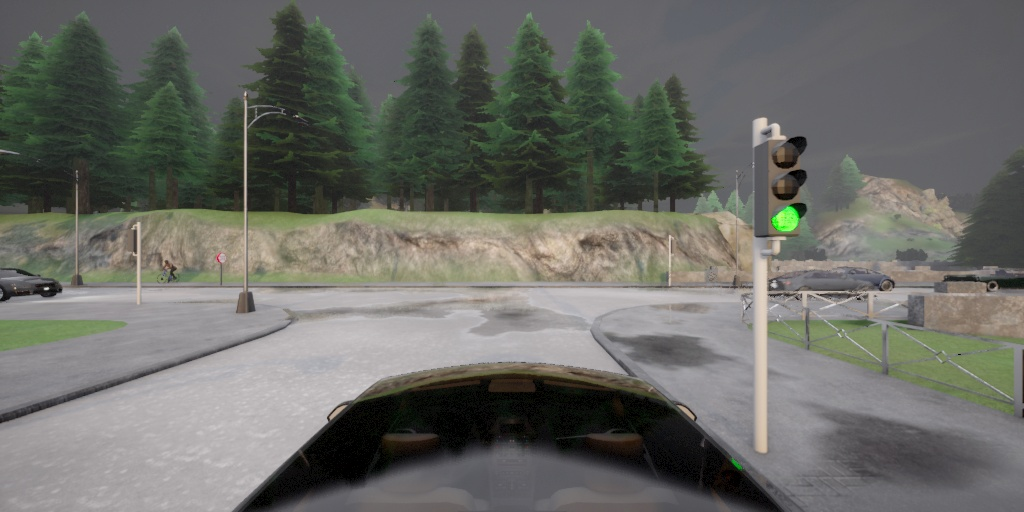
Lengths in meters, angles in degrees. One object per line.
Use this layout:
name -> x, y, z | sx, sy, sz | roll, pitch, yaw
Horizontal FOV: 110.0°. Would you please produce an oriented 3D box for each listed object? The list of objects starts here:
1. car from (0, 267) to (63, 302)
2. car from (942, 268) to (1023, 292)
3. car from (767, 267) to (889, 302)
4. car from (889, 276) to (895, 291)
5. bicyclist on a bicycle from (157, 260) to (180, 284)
car -> -23.937, 1.261, 16.570 | 4.892, 1.490, 1.837 | 0, 0, 0
car -> 28.099, 1.360, 20.699 | 4.718, 1.301, 1.895 | 0, 0, 0
car -> 14.120, 1.321, 16.522 | 4.181, 1.385, 1.994 | 0, 0, 0
car -> 19.305, 1.323, 20.714 | 4.181, 1.385, 1.994 | 0, 0, 0
bicyclist on a bicycle -> -23.913, 1.109, 24.968 | 0.582, 1.620, 1.656 | 0, 0, 0
